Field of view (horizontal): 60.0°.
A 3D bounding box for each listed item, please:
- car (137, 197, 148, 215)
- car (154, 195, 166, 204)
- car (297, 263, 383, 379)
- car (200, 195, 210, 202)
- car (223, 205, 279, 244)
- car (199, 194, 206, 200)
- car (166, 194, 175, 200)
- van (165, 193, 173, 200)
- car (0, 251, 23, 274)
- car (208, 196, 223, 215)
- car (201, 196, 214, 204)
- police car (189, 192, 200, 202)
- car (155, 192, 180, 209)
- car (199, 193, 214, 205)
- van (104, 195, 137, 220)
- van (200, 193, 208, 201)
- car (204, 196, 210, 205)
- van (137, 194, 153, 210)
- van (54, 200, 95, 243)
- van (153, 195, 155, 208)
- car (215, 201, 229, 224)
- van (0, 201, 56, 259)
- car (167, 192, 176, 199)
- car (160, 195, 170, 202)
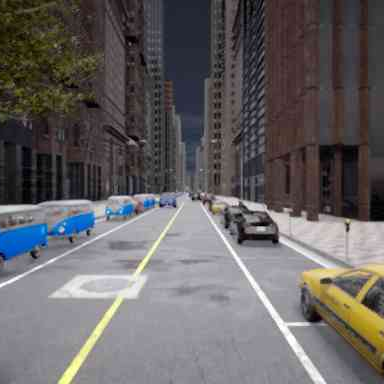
[{"bbox_3d":[-5.763,1.437,32.240,1.887,1.381,4.507,0,0,0],"label":"car"},{"bbox_3d":[-5.764,1.336,60.162,1.752,1.417,4.829,0,0,0],"label":"car"},{"bbox_3d":[2.763,1.510,4.325,1.752,1.417,4.829,0,0,0],"label":"car"},{"bbox_3d":[2.761,1.333,71.580,2.008,1.369,4.403,0,0,0],"label":"car"},{"bbox_3d":[2.763,1.513,15.393,1.947,1.339,4.313,0,0,0],"label":"car"},{"bbox_3d":[2.760,1.266,88.606,1.752,1.417,4.829,0,0,0],"label":"car"},{"bbox_3d":[-5.765,1.292,88.424,2.008,1.369,4.403,0,0,0],"label":"car"},{"bbox_3d":[-5.765,1.096,82.805,1.690,1.788,3.998,0,0,0],"label":"van"},{"bbox_3d":[-3.101,1.519,1.911,1.812,1.442,4.674,0,0,0],"label":"car"},{"bbox_3d":[2.762,1.418,32.419,1.752,1.417,4.829,0,0,0],"label":"car"},{"bbox_3d":[2.761,1.361,60.343,2.008,1.369,4.403,0,0,0],"label":"car"},{"bbox_3d":[0.898,1.211,70.057,1.930,1.638,5.238,0,0,0],"label":"police car"},{"bbox_3d":[-3.093,1.079,43.606,2.150,2.045,5.566,0,0,0],"label":"car"},{"bbox_3d":[2.762,1.141,54.724,2.192,1.841,5.009,0,0,0],"label":"car"},{"bbox_3d":[-5.762,1.252,26.621,1.690,1.788,3.998,0,0,0],"label":"van"},{"bbox_3d":[2.761,1.109,77.198,1.690,1.788,3.998,0,0,0],"label":"van"},{"bbox_3d":[2.762,1.441,37.868,1.947,1.339,4.313,0,0,0],"label":"car"},{"bbox_3d":[-5.763,1.216,37.858,1.690,1.788,3.998,0,0,0],"label":"van"},{"bbox_3d":[-5.762,1.288,15.385,1.690,1.788,3.998,0,0,0],"label":"van"},{"bbox_3d":[-5.763,1.199,43.477,1.690,1.788,3.998,0,0,0],"label":"van"},{"bbox_3d":[2.763,1.495,21.011,1.947,1.339,4.313,0,0,0],"label":"car"},{"bbox_3d":[-5.761,1.307,9.766,1.690,1.788,3.998,0,0,0],"label":"van"},{"bbox_3d":[-5.765,1.043,94.042,2.192,1.841,5.009,0,0,0],"label":"car"},{"bbox_3d":[-5.764,1.326,71.569,1.887,1.381,4.507,0,0,0],"label":"car"}]
